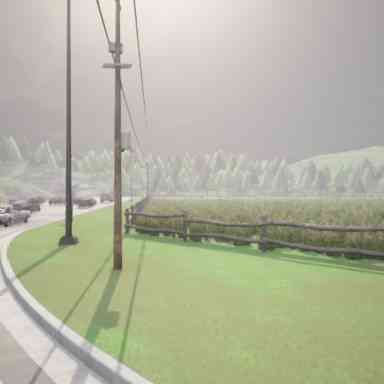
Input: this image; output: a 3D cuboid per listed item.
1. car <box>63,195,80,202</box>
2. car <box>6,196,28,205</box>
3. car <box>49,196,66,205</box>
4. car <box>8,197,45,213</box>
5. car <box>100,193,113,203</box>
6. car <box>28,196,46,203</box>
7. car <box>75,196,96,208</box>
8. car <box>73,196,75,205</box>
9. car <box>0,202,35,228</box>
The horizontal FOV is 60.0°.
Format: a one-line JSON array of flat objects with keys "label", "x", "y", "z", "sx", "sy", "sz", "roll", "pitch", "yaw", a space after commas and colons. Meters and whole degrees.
[{"label": "car", "x": -24.846, "y": 1.375, "z": 68.808, "sx": 2.033, "sy": 1.411, "sz": 5.357, "roll": 0, "pitch": 0, "yaw": -6}, {"label": "car", "x": -30.732, "y": 1.528, "z": 58.626, "sx": 1.812, "sy": 1.442, "sz": 4.674, "roll": 0, "pitch": 0, "yaw": -6}, {"label": "car", "x": -23.670, "y": 1.507, "z": 58.455, "sx": 1.837, "sy": 1.490, "sz": 4.892, "roll": 0, "pitch": 0, "yaw": -6}, {"label": "car", "x": -17.343, "y": 1.527, "z": 34.651, "sx": 1.812, "sy": 1.442, "sz": 4.674, "roll": 0, "pitch": 0, "yaw": -6}, {"label": "car", "x": -17.913, "y": 1.227, "z": 70.003, "sx": 2.150, "sy": 2.045, "sz": 5.566, "roll": 0, "pitch": 0, "yaw": -6}, {"label": "car", "x": -31.848, "y": 1.556, "z": 68.429, "sx": 1.994, "sy": 1.385, "sz": 4.181, "roll": 0, "pitch": 0, "yaw": -6}, {"label": "car", "x": -15.502, "y": 1.479, "z": 49.451, "sx": 1.882, "sy": 1.535, "sz": 5.008, "roll": 0, "pitch": 0, "yaw": -6}, {"label": "car", "x": -20.190, "y": 1.509, "z": 59.716, "sx": 1.837, "sy": 1.490, "sz": 4.892, "roll": 0, "pitch": 0, "yaw": -6}, {"label": "car", "x": -12.378, "y": 1.602, "z": 21.968, "sx": 1.895, "sy": 1.301, "sz": 4.718, "roll": 0, "pitch": 0, "yaw": -6}]
